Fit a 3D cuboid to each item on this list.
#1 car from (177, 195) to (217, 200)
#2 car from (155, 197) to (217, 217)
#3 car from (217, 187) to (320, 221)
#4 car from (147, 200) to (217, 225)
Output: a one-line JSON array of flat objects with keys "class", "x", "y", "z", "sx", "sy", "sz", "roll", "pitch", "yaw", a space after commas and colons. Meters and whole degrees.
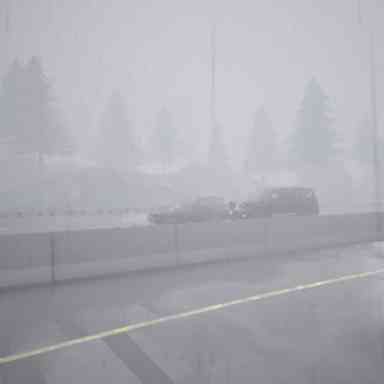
[{"class": "car", "x": 0.444, "y": 1.059, "z": 24.204, "sx": 4.553, "sy": 1.767, "sz": 2.097, "roll": -1, "pitch": 1, "yaw": -26}, {"class": "car", "x": -0.486, "y": 1.178, "z": 27.669, "sx": 4.892, "sy": 1.490, "sz": 1.837, "roll": 0, "pitch": 1, "yaw": -25}, {"class": "car", "x": 4.503, "y": 0.712, "z": 18.417, "sx": 5.566, "sy": 2.045, "sz": 2.150, "roll": 0, "pitch": 1, "yaw": -25}, {"class": "car", "x": -0.242, "y": 1.362, "z": 19.879, "sx": 4.718, "sy": 1.301, "sz": 1.895, "roll": 0, "pitch": 1, "yaw": -28}]
